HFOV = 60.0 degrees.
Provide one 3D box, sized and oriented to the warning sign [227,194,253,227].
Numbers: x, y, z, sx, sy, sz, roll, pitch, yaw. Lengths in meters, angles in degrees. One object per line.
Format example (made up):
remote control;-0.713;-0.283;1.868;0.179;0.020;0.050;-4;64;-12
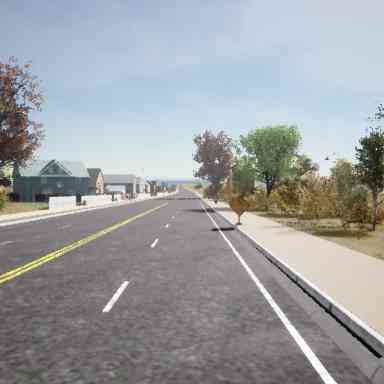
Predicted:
warning sign;2.882;1.098;20.140;1.300;1.860;1.060;2;2;0
